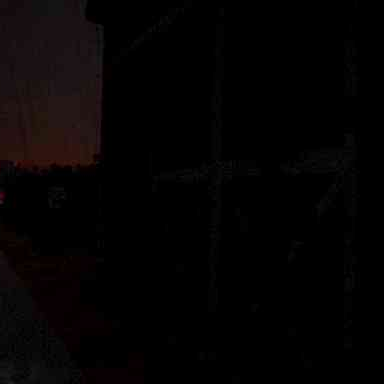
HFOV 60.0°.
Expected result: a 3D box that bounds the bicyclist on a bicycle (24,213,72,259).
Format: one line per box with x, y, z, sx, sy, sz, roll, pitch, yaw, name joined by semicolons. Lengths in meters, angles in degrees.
-5.146;1.585;11.996;1.656;1.620;0.582;1;-1;-34;bicyclist on a bicycle
